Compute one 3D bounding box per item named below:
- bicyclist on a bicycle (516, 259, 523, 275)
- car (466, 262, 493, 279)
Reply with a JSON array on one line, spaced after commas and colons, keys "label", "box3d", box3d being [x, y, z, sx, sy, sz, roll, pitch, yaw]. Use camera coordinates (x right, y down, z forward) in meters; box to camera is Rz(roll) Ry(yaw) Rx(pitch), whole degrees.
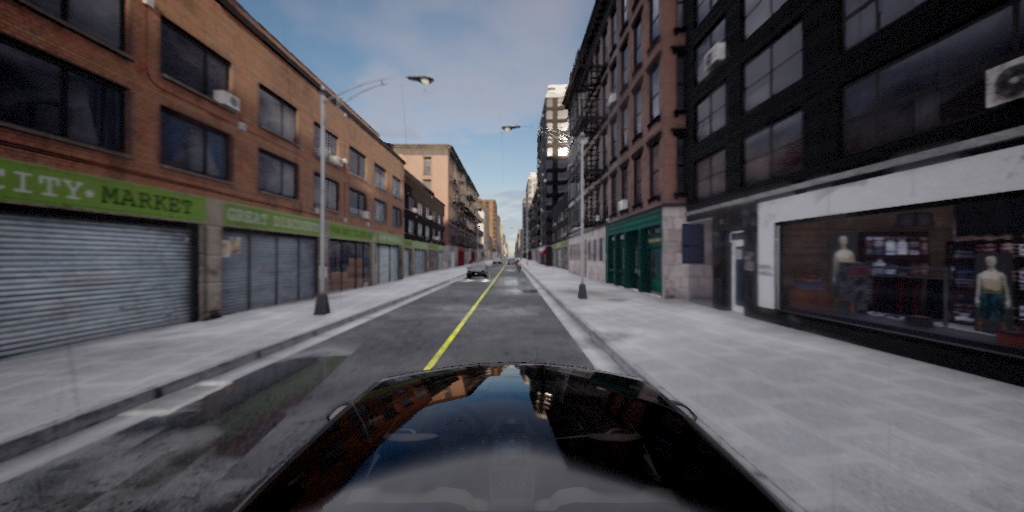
[{"label": "bicyclist on a bicycle", "box3d": [0.830, 1.247, 40.067, 0.866, 1.612, 1.509, 0, -1, 0]}, {"label": "car", "box3d": [-3.091, 1.318, 33.205, 1.837, 1.490, 4.892, 0, 0, 0]}]
